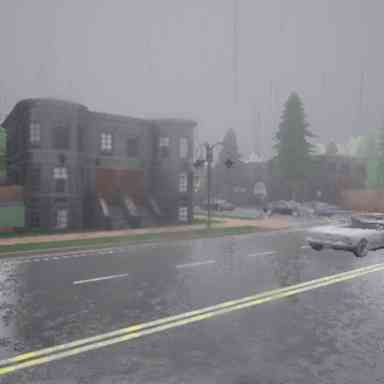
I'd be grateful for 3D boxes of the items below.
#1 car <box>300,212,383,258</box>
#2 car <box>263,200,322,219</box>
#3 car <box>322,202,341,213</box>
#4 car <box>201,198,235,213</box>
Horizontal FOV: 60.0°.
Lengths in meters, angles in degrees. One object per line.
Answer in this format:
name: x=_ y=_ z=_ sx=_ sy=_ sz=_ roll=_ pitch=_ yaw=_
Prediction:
car: x=6.546 y=1.614 z=12.951 sx=4.718 sy=1.301 sz=1.895 roll=0 pitch=0 yaw=-35
car: x=8.474 y=1.478 z=29.303 sx=2.128 sy=1.511 sz=4.902 roll=0 pitch=0 yaw=-33
car: x=10.919 y=1.539 z=30.426 sx=2.033 sy=1.411 sz=5.357 roll=0 pitch=0 yaw=-27
car: x=2.872 y=1.492 z=37.874 sx=1.837 sy=1.490 sz=4.892 roll=0 pitch=0 yaw=-33
